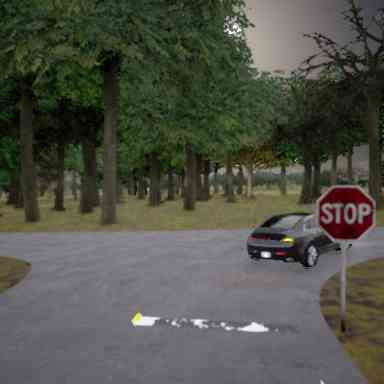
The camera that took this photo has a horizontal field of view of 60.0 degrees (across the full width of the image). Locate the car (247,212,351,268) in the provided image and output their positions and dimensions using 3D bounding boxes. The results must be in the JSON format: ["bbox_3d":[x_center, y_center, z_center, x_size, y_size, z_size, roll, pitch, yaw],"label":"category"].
[{"bbox_3d":[3.749,1.448,11.333,1.837,1.490,4.892,-4,0,43],"label":"car"}]
